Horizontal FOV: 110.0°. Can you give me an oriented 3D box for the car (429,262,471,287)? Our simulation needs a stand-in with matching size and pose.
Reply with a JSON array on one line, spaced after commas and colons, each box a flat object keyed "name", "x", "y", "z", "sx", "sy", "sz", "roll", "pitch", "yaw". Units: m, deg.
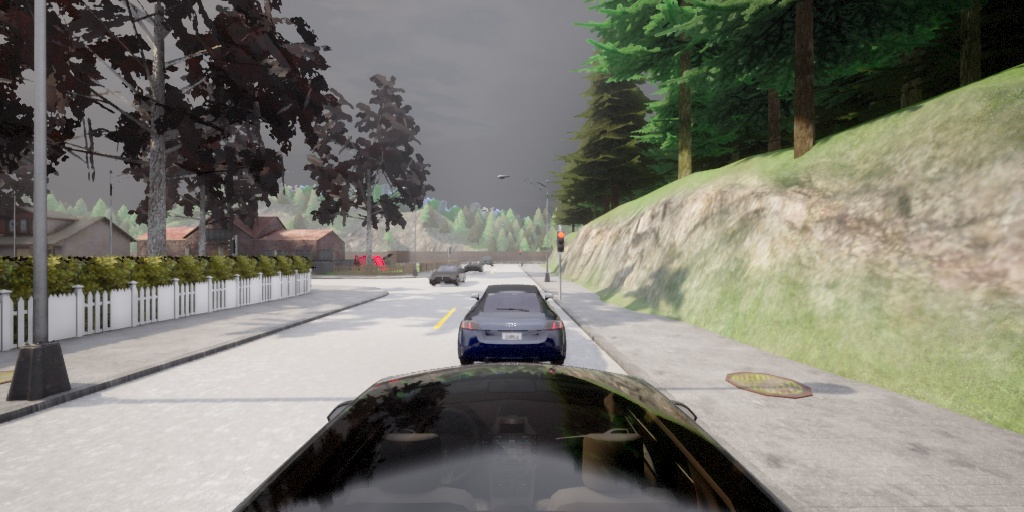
[{"name": "car", "x": -4.313, "y": 1.297, "z": 24.776, "sx": 2.033, "sy": 1.411, "sz": 5.357, "roll": 0, "pitch": 0, "yaw": -1}]

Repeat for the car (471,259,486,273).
[{"name": "car", "x": -4.479, "y": 1.351, "z": 42.950, "sx": 1.895, "sy": 1.301, "sz": 4.718, "roll": 0, "pitch": 0, "yaw": -1}]

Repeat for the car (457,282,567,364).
[{"name": "car", "x": 0.004, "y": 1.314, "z": 8.014, "sx": 1.994, "sy": 1.385, "sz": 4.181, "roll": 0, "pitch": 0, "yaw": 0}]
